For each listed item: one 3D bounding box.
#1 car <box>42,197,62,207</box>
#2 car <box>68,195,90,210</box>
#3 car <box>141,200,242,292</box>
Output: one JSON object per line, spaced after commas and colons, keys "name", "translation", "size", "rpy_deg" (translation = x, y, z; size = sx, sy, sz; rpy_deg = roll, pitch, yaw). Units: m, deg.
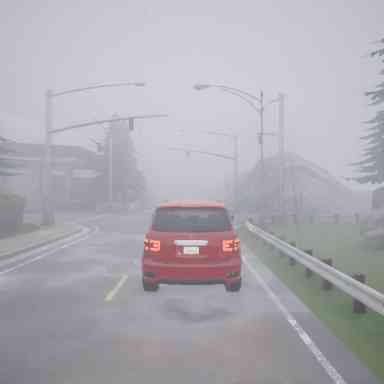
{"name": "car", "translation": [-20.267, 1.480, 47.419], "size": [2.242, 1.667, 4.611], "rpy_deg": [0, 0, -1]}
{"name": "car", "translation": [-14.557, 1.313, 43.145], "size": [1.905, 1.878, 3.866], "rpy_deg": [0, 0, -1]}
{"name": "car", "translation": [0.018, 1.221, 9.095], "size": [2.150, 2.045, 5.566], "rpy_deg": [0, 0, 1]}
